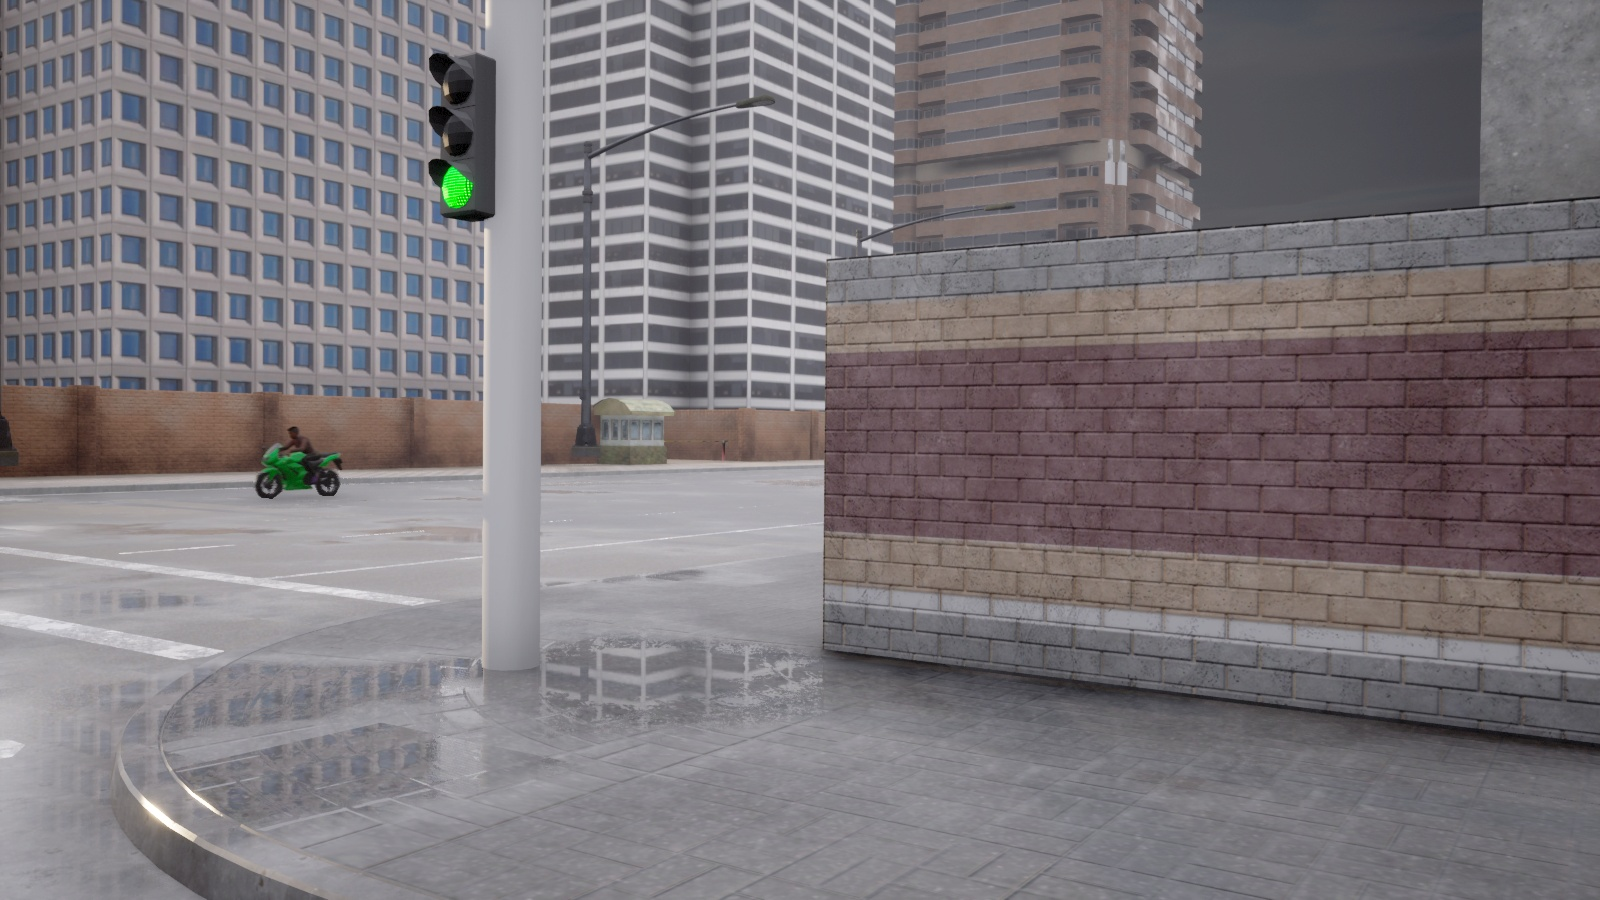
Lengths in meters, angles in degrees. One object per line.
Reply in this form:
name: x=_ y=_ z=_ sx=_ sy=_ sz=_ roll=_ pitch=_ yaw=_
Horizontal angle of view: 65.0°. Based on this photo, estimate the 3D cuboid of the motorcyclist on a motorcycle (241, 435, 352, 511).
motorcyclist on a motorcycle: x=-10.547 y=0.449 z=26.354 sx=0.797 sy=1.523 sz=2.044 roll=0 pitch=1 yaw=34
